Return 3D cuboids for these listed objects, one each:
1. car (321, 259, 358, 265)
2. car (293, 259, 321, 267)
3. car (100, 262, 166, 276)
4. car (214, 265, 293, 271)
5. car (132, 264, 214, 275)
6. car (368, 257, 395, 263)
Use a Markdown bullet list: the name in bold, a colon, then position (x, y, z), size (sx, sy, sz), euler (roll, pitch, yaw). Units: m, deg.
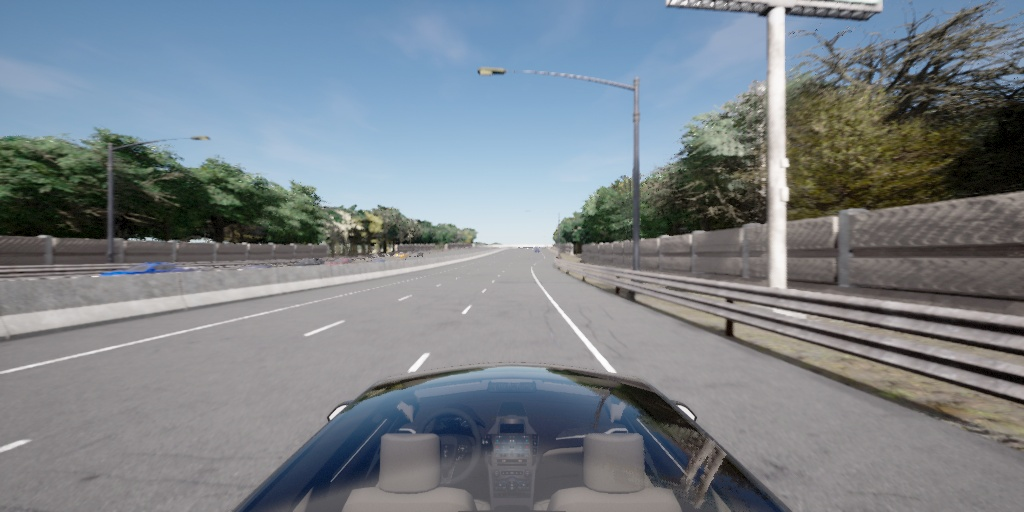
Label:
- **car**: position (-20.343, 1.081, 43.058), size (1.882, 1.535, 5.008), euler (0, 1, 2)
- **car**: position (-23.884, 1.115, 42.279), size (1.837, 1.490, 4.892), euler (0, 1, 2)
- **car**: position (-24.389, 1.217, 24.144), size (1.882, 1.535, 5.008), euler (0, 0, 1)
- **car**: position (-17.382, 1.314, 24.422), size (1.994, 1.385, 4.181), euler (0, 0, 1)
- **car**: position (-20.912, 1.346, 23.119), size (1.895, 1.301, 4.718), euler (0, 0, 1)
- **car**: position (-16.771, 1.103, 44.890), size (1.812, 1.442, 4.674), euler (0, 1, 2)
